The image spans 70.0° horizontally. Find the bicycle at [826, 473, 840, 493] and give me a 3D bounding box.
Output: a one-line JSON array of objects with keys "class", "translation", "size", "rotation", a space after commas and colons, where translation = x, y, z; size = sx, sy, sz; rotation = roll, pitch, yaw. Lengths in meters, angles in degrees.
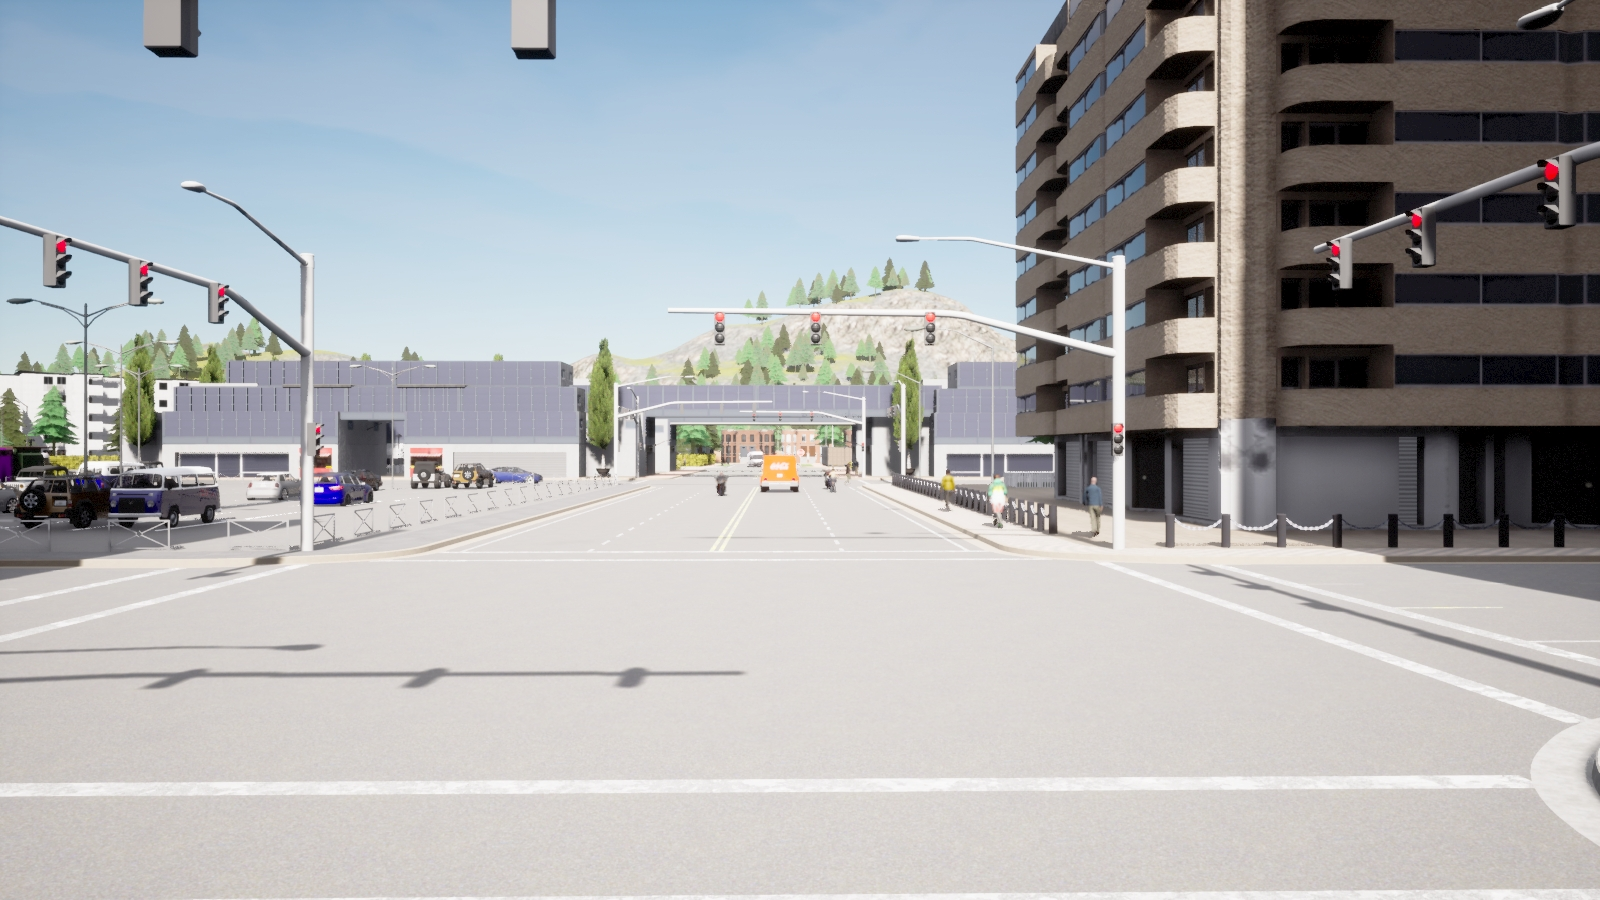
[{"class": "bicycle", "translation": [2.171, 2.158, 75.712], "size": [0.859, 1.276, 1.487], "rotation": [0, 0, -1]}]

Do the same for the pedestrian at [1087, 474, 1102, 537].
[{"class": "pedestrian", "translation": [8.830, 1.662, 34.243], "size": [0.375, 1.860, 0.375], "rotation": [0, 0, 22]}]

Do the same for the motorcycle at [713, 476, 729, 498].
[{"class": "motorcycle", "translation": [-4.722, 2.205, 68.666], "size": [0.867, 1.251, 2.209], "rotation": [0, 0, -1]}]

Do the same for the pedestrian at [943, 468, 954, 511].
[{"class": "pedestrian", "translation": [6.366, 1.695, 48.967], "size": [0.375, 1.860, 0.375], "rotation": [0, 0, -2]}]

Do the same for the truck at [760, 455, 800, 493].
[{"class": "truck", "translation": [-1.366, 1.564, 77.071], "size": [2.627, 2.467, 5.204], "rotation": [0, 0, -1]}]

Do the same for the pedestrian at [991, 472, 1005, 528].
[{"class": "pedestrian", "translation": [6.730, 1.695, 38.767], "size": [0.375, 1.860, 0.375], "rotation": [0, 0, -6]}]
